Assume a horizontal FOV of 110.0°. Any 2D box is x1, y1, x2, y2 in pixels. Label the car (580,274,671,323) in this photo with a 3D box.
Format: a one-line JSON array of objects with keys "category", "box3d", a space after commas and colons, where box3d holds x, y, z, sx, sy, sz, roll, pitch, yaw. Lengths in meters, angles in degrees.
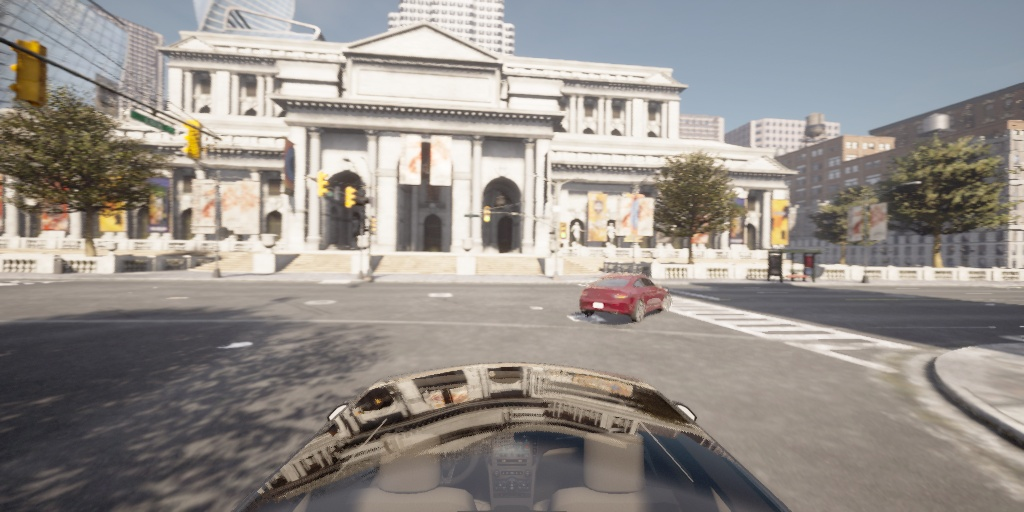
[{"category": "car", "box3d": [4.017, 1.332, 12.506, 1.812, 1.442, 4.674, 0, 0, 39]}]
